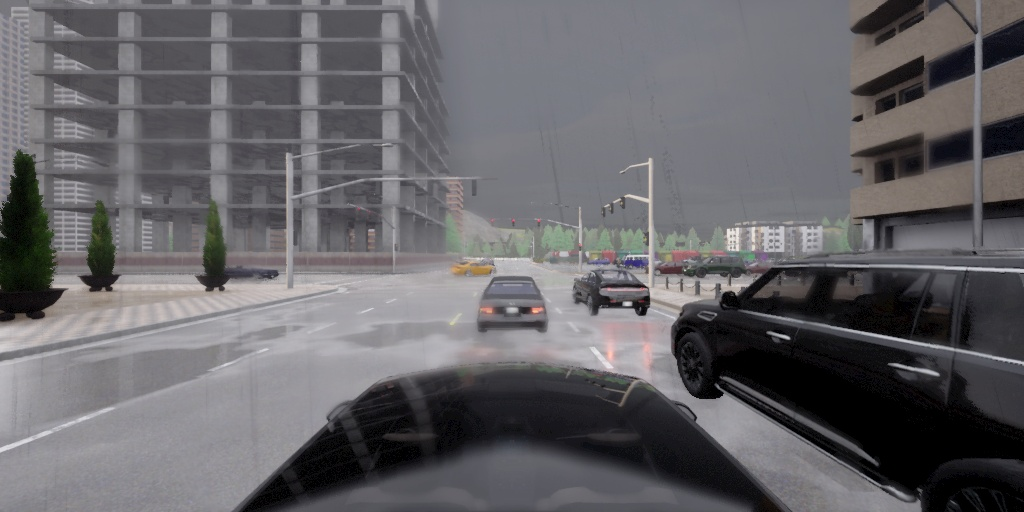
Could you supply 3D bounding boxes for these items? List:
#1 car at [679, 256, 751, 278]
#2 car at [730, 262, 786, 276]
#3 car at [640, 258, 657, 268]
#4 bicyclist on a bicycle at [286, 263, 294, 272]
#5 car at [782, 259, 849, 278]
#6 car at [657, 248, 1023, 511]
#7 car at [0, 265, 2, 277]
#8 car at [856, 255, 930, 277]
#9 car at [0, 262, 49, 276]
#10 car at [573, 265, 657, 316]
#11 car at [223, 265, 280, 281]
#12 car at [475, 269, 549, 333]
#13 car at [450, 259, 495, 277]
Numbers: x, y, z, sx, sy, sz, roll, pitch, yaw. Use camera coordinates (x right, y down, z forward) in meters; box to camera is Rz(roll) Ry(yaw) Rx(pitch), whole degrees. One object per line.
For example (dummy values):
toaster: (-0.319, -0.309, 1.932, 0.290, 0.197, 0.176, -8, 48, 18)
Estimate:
car: (19.211, 1.027, 34.118, 5.566, 2.045, 2.150, 0, 0, 0)
car: (25.802, 1.331, 37.665, 4.674, 1.442, 1.812, 0, 0, 0)
car: (16.492, 1.283, 37.594, 5.008, 1.535, 1.882, 0, 0, 0)
bicyclist on a bicycle: (-25.993, 1.106, 42.007, 0.582, 1.620, 1.656, 0, 0, 0)
car: (28.853, 1.157, 34.199, 4.553, 1.767, 2.097, 0, 0, 0)
car: (3.598, 0.971, 3.334, 2.150, 2.045, 5.566, 0, 0, 0)
car: (-44.617, 1.157, 29.883, 4.553, 1.767, 2.097, 0, 0, 0)
car: (40.036, 1.016, 37.791, 5.566, 2.045, 2.150, -1, 0, -1)
car: (-51.211, 1.331, 36.960, 4.674, 1.442, 1.812, 0, 0, 0)
car: (3.489, 1.242, 13.325, 2.128, 1.511, 4.902, 0, 0, -1)
car: (-22.300, 1.406, 30.056, 4.718, 1.301, 1.895, 0, 0, 0)
car: (0.015, 1.297, 10.741, 2.033, 1.411, 5.357, 0, 0, 0)
car: (-3.758, 1.253, 35.388, 1.882, 1.535, 5.008, 1, 1, 44)
